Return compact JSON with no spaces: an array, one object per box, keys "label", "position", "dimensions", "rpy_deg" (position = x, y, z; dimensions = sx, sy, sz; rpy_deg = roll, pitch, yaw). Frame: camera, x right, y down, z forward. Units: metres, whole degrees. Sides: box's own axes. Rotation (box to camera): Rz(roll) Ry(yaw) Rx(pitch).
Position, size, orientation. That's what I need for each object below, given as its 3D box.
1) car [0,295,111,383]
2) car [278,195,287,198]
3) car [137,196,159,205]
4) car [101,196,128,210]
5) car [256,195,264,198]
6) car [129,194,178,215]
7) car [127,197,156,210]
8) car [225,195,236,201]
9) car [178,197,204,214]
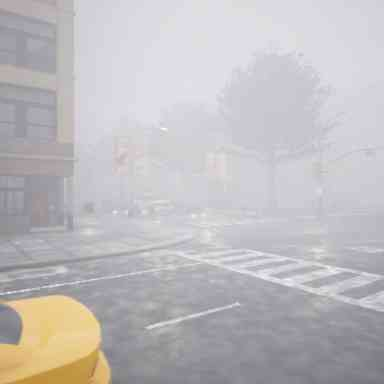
[{"label":"car","position":[-2.995,1.477,1.859],"dimensions":[5.008,1.535,1.882],"rpy_deg":[0,0,-35]},{"label":"car","position":[18.479,1.320,69.160],"dimensions":[2.002,1.452,4.674],"rpy_deg":[0,0,-36]},{"label":"car","position":[-8.017,1.505,59.865],"dimensions":[1.837,1.490,4.892],"rpy_deg":[0,0,-36]},{"label":"car","position":[-9.984,1.352,42.755],"dimensions":[2.097,1.767,4.553],"rpy_deg":[0,0,-35]},{"label":"car","position":[17.682,1.463,83.094],"dimensions":[1.895,1.301,4.718],"rpy_deg":[0,0,-36]},{"label":"car","position":[-4.152,1.221,34.563],"dimensions":[2.150,2.045,5.566],"rpy_deg":[0,0,-36]},{"label":"car","position":[-6.743,1.505,44.234],"dimensions":[1.837,1.490,4.892],"rpy_deg":[0,0,-35]},{"label":"car","position":[8.017,1.413,76.664],"dimensions":[2.161,1.482,4.786],"rpy_deg":[0,0,-36]},{"label":"car","position":[-0.921,1.547,36.058],"dimensions":[2.033,1.411,5.357],"rpy_deg":[0,0,-36]}]
